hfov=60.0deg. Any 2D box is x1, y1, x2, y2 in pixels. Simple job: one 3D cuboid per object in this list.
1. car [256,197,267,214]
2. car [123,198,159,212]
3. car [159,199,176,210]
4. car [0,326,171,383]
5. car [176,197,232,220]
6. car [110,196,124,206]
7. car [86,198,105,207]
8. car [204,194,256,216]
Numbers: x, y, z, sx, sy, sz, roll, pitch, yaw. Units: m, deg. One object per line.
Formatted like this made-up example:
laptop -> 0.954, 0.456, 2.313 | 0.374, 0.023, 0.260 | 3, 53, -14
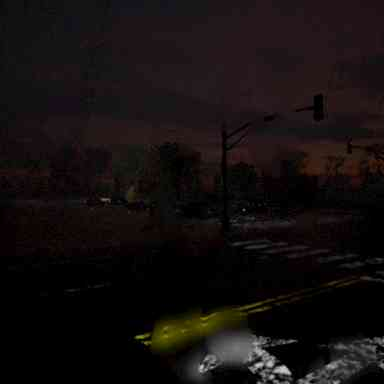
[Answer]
car -> 5.475, 1.303, 34.322 | 2.097, 1.767, 4.553 | -1, 1, -33
car -> -6.234, 1.675, 40.114 | 1.895, 1.301, 4.718 | -1, 1, -33
car -> -3.579, 1.583, 41.990 | 1.994, 1.385, 4.181 | -1, 1, -33
car -> -2.260, 1.527, 1.827 | 4.674, 1.442, 1.812 | 0, 0, -35
car -> 0.951, 1.541, 29.014 | 1.882, 1.535, 5.008 | -1, 1, -33
car -> -12.046, 1.507, 55.138 | 1.882, 1.535, 5.008 | -1, 0, -32
car -> -16.170, 1.634, 55.576 | 2.033, 1.411, 5.357 | -1, 1, -32
car -> 3.100, 1.230, 31.664 | 2.150, 2.045, 5.566 | -1, 1, -33
